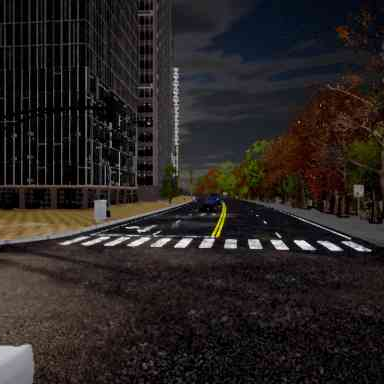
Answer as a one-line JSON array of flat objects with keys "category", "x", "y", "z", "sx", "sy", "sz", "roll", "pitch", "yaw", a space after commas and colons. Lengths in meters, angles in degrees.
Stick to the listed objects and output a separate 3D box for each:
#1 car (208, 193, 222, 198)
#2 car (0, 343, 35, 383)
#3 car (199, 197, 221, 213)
[{"category": "car", "x": 3.945, "y": 1.178, "z": 57.687, "sx": 2.150, "sy": 2.045, "sz": 5.566, "roll": 0, "pitch": 0, "yaw": 5}, {"category": "car", "x": -2.687, "y": 1.614, "z": 0.952, "sx": 1.895, "sy": 1.301, "sz": 4.718, "roll": 0, "pitch": 0, "yaw": 8}, {"category": "car", "x": 1.853, "y": 1.575, "z": 36.459, "sx": 1.994, "sy": 1.385, "sz": 4.181, "roll": 0, "pitch": 0, "yaw": 6}]
